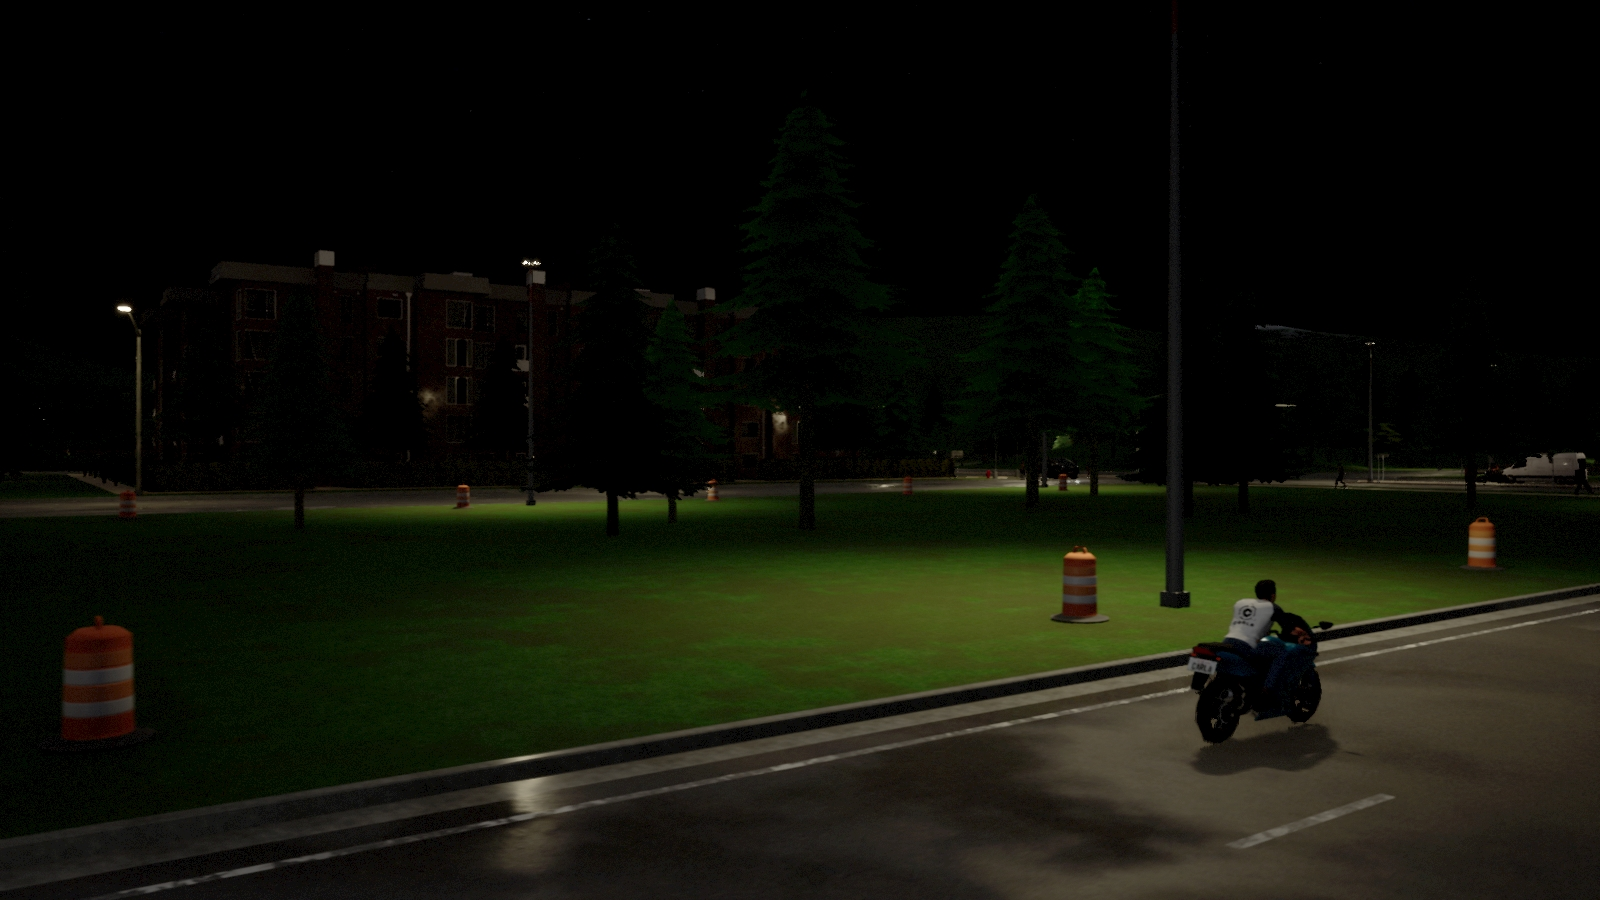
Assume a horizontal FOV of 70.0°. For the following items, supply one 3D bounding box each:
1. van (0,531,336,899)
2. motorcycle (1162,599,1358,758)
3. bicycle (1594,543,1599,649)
[{"bbox_3d":[-3.810,1.534,1.122,5.915,2.561,1.988,0,0,-35],"label":"van"},{"bbox_3d":[4.550,2.183,11.242,2.033,1.199,0.803,0,0,-35],"label":"motorcycle"},{"bbox_3d":[12.040,2.053,16.491,1.835,1.471,0.329,-1,0,-35],"label":"bicycle"}]
